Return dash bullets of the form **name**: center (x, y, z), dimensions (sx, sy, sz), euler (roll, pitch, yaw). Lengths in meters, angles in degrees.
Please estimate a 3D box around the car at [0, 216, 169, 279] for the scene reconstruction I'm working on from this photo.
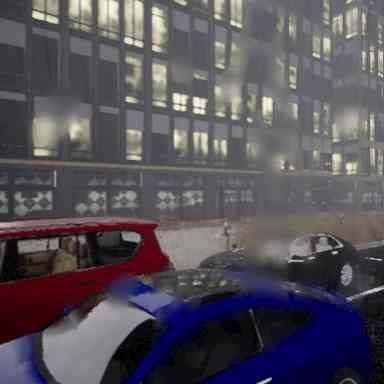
- **car**: center (-2.537, 1.314, 4.289), dimensions (5.009, 1.841, 2.192), euler (0, 0, -35)

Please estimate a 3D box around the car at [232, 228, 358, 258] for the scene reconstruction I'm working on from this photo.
- **car**: center (2.058, 1.547, 7.553), dimensions (4.403, 1.369, 2.008), euler (0, 0, -35)

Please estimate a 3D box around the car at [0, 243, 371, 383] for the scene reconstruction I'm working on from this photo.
- **car**: center (-0.238, 1.525, 2.892), dimensions (4.674, 1.442, 1.812), euler (0, 0, -35)
